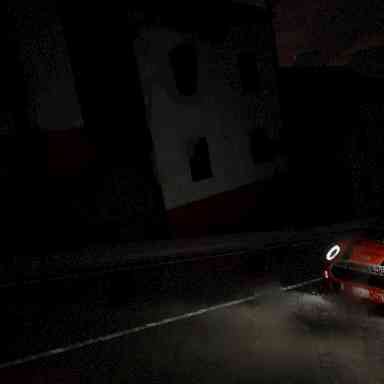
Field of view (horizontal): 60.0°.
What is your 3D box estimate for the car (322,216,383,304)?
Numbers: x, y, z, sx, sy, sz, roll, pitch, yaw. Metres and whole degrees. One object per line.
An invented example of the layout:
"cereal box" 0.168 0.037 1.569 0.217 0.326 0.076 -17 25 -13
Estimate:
"car" 5.039 1.314 7.668 4.553 1.767 2.097 0 0 -36
